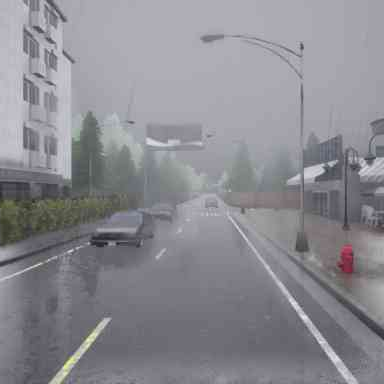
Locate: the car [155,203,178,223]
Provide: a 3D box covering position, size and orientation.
[{"bbox_3d":[-2.163,1.547,25.777,2.033,1.411,5.357,0,0,4],"label":"car"}]

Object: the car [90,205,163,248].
[{"bbox_3d":[-2.818,1.547,15.017,2.033,1.411,5.357,0,0,3],"label":"car"}]

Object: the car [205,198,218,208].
[{"bbox_3d":[2.913,1.617,50.024,2.033,1.411,5.357,0,2,3],"label":"car"}]
